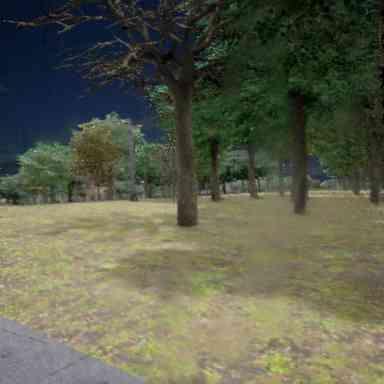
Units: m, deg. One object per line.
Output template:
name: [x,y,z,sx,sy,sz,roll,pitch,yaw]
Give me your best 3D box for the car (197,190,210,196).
car: [2.539,0.267,77.897,1.994,1.385,4.181,-4,-1,34]
